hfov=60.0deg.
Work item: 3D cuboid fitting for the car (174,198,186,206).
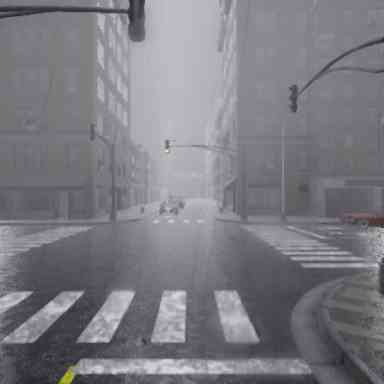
[{"bbox_3d":[-2.220,1.759,61.523,1.994,1.385,4.181,0,0,1],"label":"car"}]

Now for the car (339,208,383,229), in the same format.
[{"bbox_3d":[12.097,1.650,21.349,4.718,1.301,1.895,0,-1,0],"label":"car"}]

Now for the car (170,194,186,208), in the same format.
[{"bbox_3d":[-2.306,1.357,47.897,2.150,2.045,5.566,0,0,1],"label":"car"}]

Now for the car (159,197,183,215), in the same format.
[{"bbox_3d":[-2.376,1.582,35.351,2.128,1.511,4.902,0,0,0],"label":"car"}]
